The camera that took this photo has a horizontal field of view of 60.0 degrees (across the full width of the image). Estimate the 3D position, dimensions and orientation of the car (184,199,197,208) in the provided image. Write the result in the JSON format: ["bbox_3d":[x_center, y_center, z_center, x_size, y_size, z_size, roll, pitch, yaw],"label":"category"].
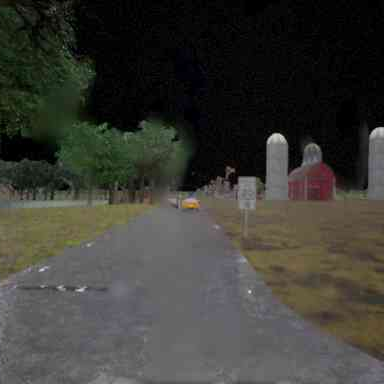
[{"bbox_3d":[-0.226,1.805,53.685,1.895,1.301,4.718,1,-1,0],"label":"car"}]

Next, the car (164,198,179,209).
[{"bbox_3d":[-2.946,1.570,47.811,1.882,1.535,5.008,1,-1,0],"label":"car"}]

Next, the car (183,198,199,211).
[{"bbox_3d":[-0.175,1.581,43.236,1.882,1.535,5.008,1,0,0],"label":"car"}]
